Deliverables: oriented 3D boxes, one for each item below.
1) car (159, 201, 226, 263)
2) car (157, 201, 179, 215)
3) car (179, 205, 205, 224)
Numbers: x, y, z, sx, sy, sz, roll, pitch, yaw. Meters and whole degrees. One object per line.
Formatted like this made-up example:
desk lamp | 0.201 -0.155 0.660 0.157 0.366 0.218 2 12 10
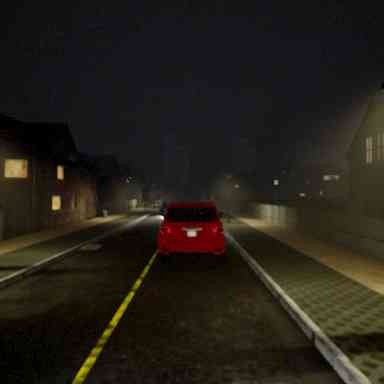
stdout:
car | 0.010 1.345 12.604 2.150 2.045 5.566 0 0 0
car | -2.777 1.874 39.573 2.128 1.511 4.902 0 -1 0
car | 0.019 1.838 28.492 1.994 1.385 4.181 0 0 1
